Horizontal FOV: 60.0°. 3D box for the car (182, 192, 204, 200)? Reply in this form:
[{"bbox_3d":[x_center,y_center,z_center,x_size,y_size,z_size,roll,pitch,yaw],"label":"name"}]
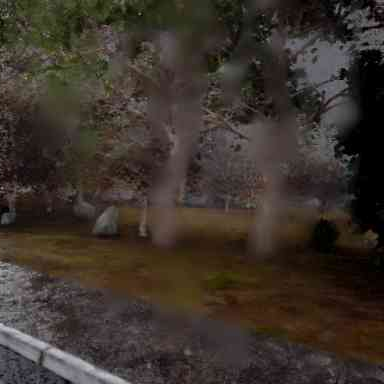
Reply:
[{"bbox_3d":[-0.204,0.958,93.100,2.435,2.045,5.566,7,2,42],"label":"car"}]
